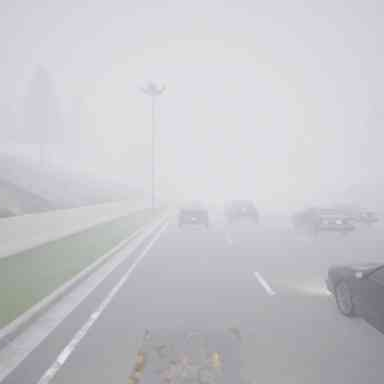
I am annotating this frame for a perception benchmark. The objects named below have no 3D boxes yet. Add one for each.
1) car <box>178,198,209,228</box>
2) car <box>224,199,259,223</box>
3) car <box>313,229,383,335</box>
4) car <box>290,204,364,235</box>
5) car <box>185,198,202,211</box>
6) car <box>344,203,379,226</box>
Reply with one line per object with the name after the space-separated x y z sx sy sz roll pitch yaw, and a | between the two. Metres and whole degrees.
0.106 1.425 22.042 1.882 1.535 5.008 0 0 0 | car
3.607 1.292 25.108 2.097 1.767 4.553 0 0 0 | car
3.601 1.537 4.296 2.033 1.411 5.357 0 0 0 | car
7.104 1.503 18.572 2.033 1.411 5.357 0 0 0 | car
0.255 1.467 40.866 1.994 1.385 4.181 0 0 1 | car
10.606 1.493 22.900 2.033 1.411 5.357 0 0 0 | car
